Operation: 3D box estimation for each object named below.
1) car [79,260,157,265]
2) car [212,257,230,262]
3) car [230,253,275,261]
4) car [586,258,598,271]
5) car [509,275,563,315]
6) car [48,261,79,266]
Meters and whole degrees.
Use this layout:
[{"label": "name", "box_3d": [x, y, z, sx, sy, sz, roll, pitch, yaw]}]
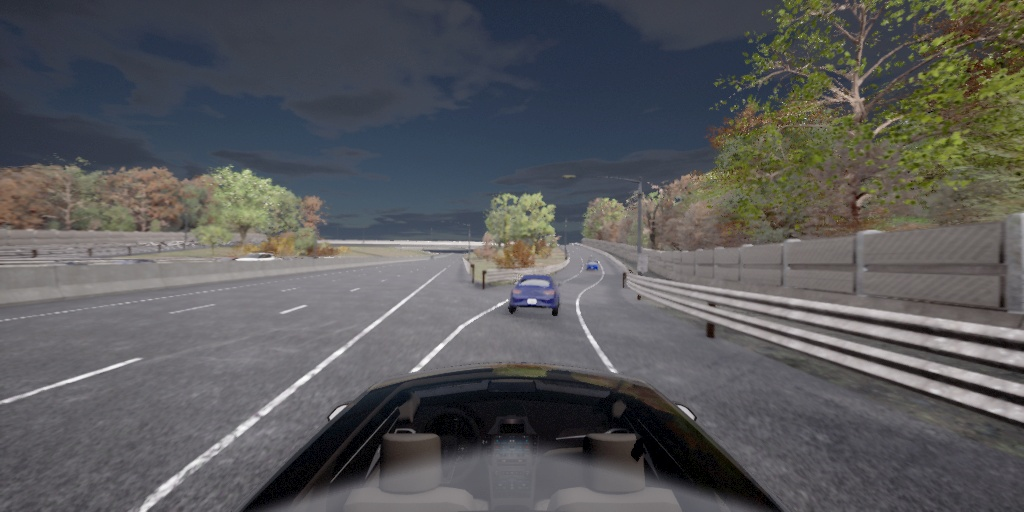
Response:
[{"label": "car", "box_3d": [-29.383, 0.984, 27.789, 2.033, 1.411, 5.357, 1, 0, -8]}, {"label": "car", "box_3d": [-35.199, 0.861, 44.668, 1.882, 1.535, 5.008, 1, 0, -7]}, {"label": "car", "box_3d": [-31.641, 0.639, 44.403, 2.150, 2.045, 5.566, 1, 0, -7]}, {"label": "car", "box_3d": [13.710, 1.695, 61.183, 1.882, 1.535, 5.008, 1, 2, 13]}, {"label": "car", "box_3d": [1.046, 1.492, 14.640, 1.812, 1.442, 4.674, 1, -2, 9]}, {"label": "car", "box_3d": [-32.714, 1.002, 26.331, 1.895, 1.301, 4.718, 1, 0, -8]}]
